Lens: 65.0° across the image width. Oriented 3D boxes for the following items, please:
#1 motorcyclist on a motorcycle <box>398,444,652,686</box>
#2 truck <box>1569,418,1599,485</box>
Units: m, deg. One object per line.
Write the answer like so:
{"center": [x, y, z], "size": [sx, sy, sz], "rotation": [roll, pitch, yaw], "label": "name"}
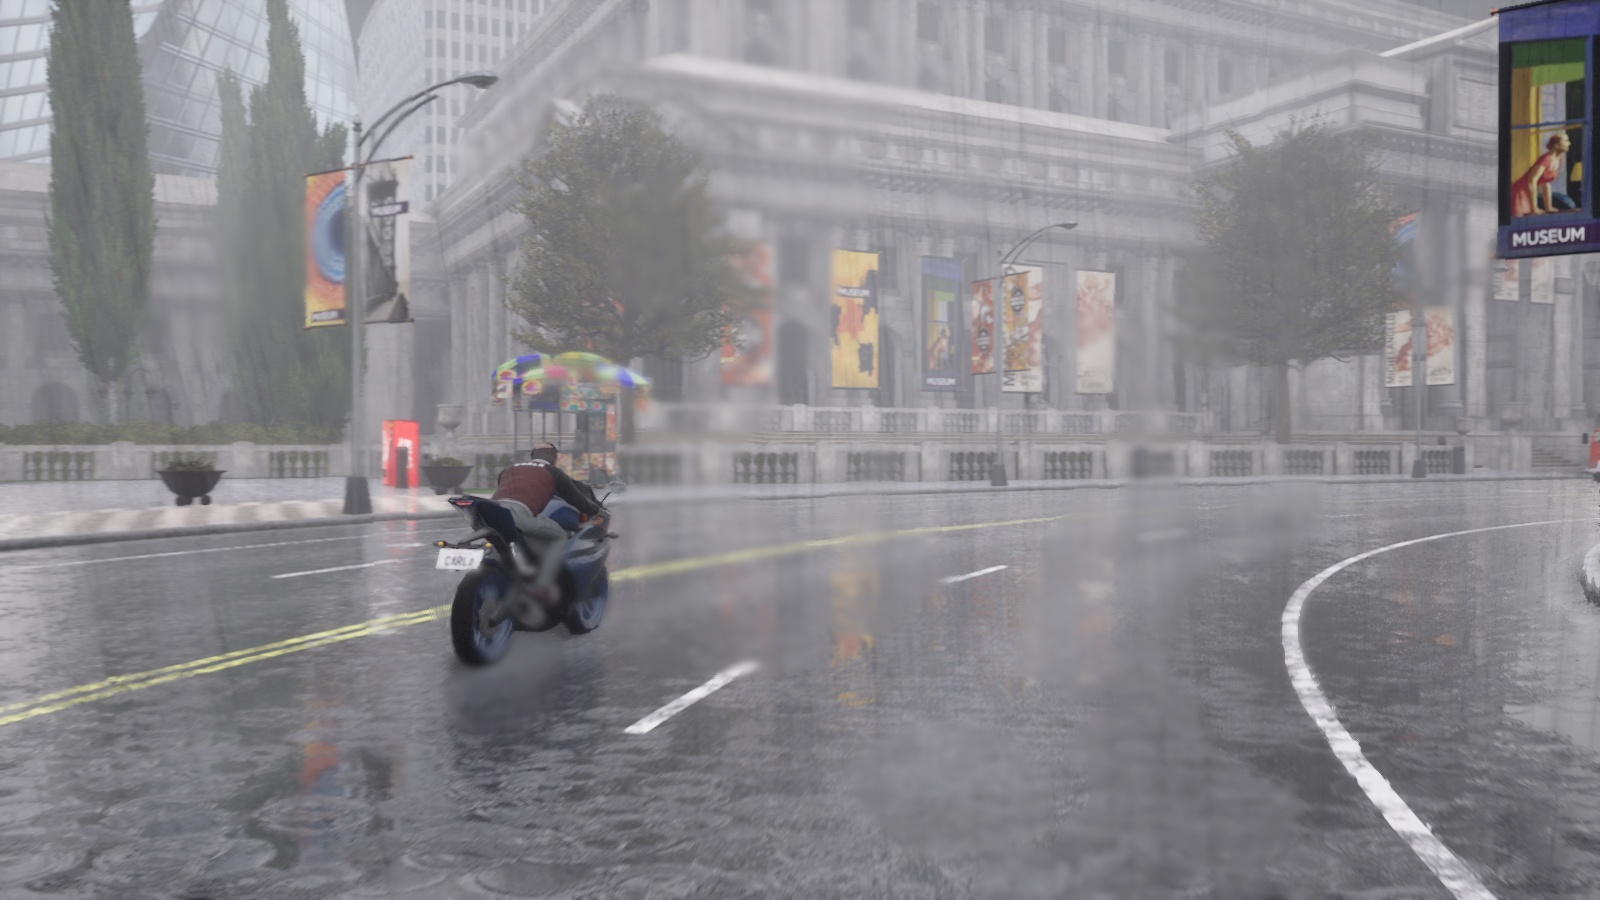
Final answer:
{"center": [-1.908, 0.726, 9.137], "size": [0.866, 1.530, 2.191], "rotation": [1, 0, 16], "label": "motorcyclist on a motorcycle"}
{"center": [31.854, 0.060, 47.260], "size": [5.204, 2.467, 2.627], "rotation": [0, 0, -27], "label": "truck"}
